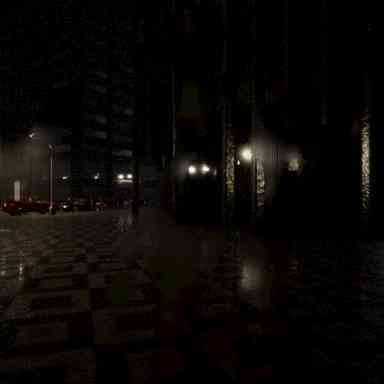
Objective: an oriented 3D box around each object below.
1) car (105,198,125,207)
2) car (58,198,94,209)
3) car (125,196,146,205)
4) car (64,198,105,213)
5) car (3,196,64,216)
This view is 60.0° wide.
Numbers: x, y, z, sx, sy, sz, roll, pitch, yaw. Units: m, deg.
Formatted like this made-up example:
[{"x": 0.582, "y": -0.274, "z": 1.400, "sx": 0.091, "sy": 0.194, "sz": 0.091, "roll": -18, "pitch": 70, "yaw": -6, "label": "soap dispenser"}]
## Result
[{"x": -12.754, "y": 1.574, "z": 50.736, "sx": 1.802, "sy": 1.307, "sz": 4.206, "roll": 0, "pitch": 0, "yaw": 35, "label": "car"}, {"x": -15.967, "y": 1.540, "z": 46.101, "sx": 1.887, "sy": 1.381, "sz": 4.507, "roll": 0, "pitch": 0, "yaw": 35, "label": "car"}, {"x": -9.542, "y": 1.429, "z": 55.371, "sx": 1.967, "sy": 1.590, "sz": 4.097, "roll": 0, "pitch": 0, "yaw": 35, "label": "car"}, {"x": -12.186, "y": 1.571, "z": 36.589, "sx": 1.947, "sy": 1.339, "sz": 4.313, "roll": 0, "pitch": 0, "yaw": 35, "label": "car"}, {"x": -15.399, "y": 1.323, "z": 31.953, "sx": 2.192, "sy": 1.841, "sz": 5.009, "roll": 0, "pitch": 0, "yaw": 35, "label": "car"}]
